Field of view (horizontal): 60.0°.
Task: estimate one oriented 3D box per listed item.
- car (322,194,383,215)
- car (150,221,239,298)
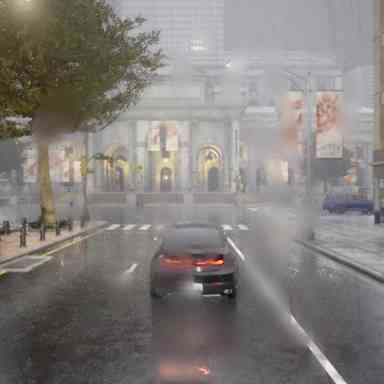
[{"bbox_3d":[15.821,1.208,32.910,5.566,2.045,2.150,0,0,2],"label":"car"},{"bbox_3d":[0.061,1.501,8.519,1.837,1.490,4.892,0,0,0],"label":"car"}]
